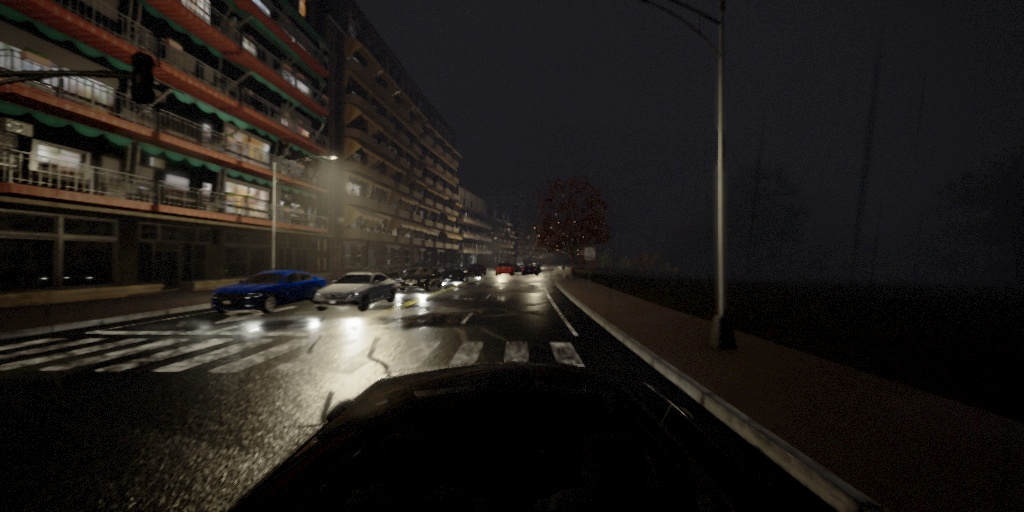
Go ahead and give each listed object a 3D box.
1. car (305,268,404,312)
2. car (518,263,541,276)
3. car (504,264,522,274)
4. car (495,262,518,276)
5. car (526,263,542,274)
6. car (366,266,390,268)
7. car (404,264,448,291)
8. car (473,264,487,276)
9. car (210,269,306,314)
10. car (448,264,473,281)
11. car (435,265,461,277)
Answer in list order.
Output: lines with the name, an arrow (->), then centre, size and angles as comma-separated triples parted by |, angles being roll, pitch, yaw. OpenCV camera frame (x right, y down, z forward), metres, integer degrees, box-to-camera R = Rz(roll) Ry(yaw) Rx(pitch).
car -> -6.351, 1.394, 15.156 | 1.812, 1.442, 4.674 | 0, -1, 2
car -> 2.320, 1.810, 45.810 | 1.994, 1.385, 4.181 | 0, -1, 7
car -> 0.199, 1.916, 55.596 | 2.033, 1.411, 5.357 | 0, -1, 8
car -> -0.808, 1.588, 45.766 | 2.097, 1.767, 4.553 | 0, -1, 6
car -> 3.471, 1.872, 55.605 | 2.128, 1.511, 4.902 | 0, -1, 8
car -> -9.218, 1.437, 24.238 | 1.882, 1.535, 5.008 | 0, -1, 3
car -> -5.975, 1.472, 24.036 | 1.837, 1.490, 4.892 | 0, -1, 3
car -> -4.388, 1.685, 44.422 | 1.882, 1.535, 5.008 | 0, -1, 6
car -> -9.617, 1.331, 14.678 | 1.882, 1.535, 5.008 | 0, -1, 2
car -> -5.324, 1.644, 33.997 | 1.994, 1.385, 4.181 | 0, -1, 5
car -> -7.720, 1.790, 43.807 | 1.895, 1.301, 4.718 | 0, -1, 6
